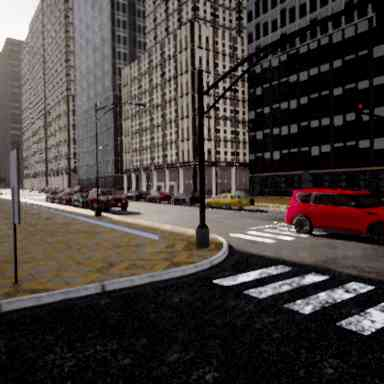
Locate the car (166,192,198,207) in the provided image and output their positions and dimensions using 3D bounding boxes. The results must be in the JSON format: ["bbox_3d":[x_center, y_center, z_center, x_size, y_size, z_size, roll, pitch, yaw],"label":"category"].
[{"bbox_3d":[-0.405,0.682,33.020,1.947,1.339,4.313,0,1,-36],"label":"car"}]

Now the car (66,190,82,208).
[{"bbox_3d":[-10.482,0.777,32.613,1.947,1.339,4.313,0,1,-36],"label":"car"}]

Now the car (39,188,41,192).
[{"bbox_3d":[-36.858,-0.576,82.942,1.967,1.590,4.097,0,1,-36],"label":"car"}]

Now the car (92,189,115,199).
[{"bbox_3d":[-13.661,0.268,51.174,1.947,1.339,4.313,0,1,-36],"label":"car"}]

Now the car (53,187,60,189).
[{"bbox_3d":[-26.917,-0.158,69.328,2.008,1.369,4.403,0,1,-36],"label":"car"}]

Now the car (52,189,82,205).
[{"bbox_3d":[-13.795,0.652,37.150,1.887,1.381,4.507,0,1,-36],"label":"car"}]

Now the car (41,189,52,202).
[{"bbox_3d":[-17.109,0.586,41.689,1.802,1.307,4.206,0,1,-36],"label":"car"}]

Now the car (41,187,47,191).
[{"bbox_3d":[-33.545,-0.474,78.404,1.967,1.590,4.097,0,1,-36],"label":"car"}]

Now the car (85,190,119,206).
[{"bbox_3d":[-9.931,0.567,36.393,1.882,1.535,5.008,-2,2,-36],"label":"car"}]

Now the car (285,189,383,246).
[{"bbox_3d":[6.541,0.920,13.827,2.150,2.045,5.566,-2,2,-36],"label":"car"}]

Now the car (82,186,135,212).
[{"bbox_3d":[-7.167,0.630,28.071,2.192,1.841,5.009,0,1,-36],"label":"car"}]

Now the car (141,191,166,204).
[{"bbox_3d":[-3.719,0.595,37.558,1.802,1.307,4.206,0,1,-36],"label":"car"}]

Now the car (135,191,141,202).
[{"bbox_3d":[-7.034,0.475,42.097,1.947,1.339,4.313,0,1,-36],"label":"car"}]

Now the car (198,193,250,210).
[{"bbox_3d":[2.877,0.740,28.672,1.752,1.417,4.829,0,1,-36],"label":"car"}]

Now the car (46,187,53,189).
[{"bbox_3d":[-30.231,-0.267,73.867,1.887,1.381,4.507,0,1,-36],"label":"car"}]

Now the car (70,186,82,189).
[{"bbox_3d":[-20.288,-0.189,60.246,2.192,1.841,5.009,0,1,-36],"label":"car"}]
